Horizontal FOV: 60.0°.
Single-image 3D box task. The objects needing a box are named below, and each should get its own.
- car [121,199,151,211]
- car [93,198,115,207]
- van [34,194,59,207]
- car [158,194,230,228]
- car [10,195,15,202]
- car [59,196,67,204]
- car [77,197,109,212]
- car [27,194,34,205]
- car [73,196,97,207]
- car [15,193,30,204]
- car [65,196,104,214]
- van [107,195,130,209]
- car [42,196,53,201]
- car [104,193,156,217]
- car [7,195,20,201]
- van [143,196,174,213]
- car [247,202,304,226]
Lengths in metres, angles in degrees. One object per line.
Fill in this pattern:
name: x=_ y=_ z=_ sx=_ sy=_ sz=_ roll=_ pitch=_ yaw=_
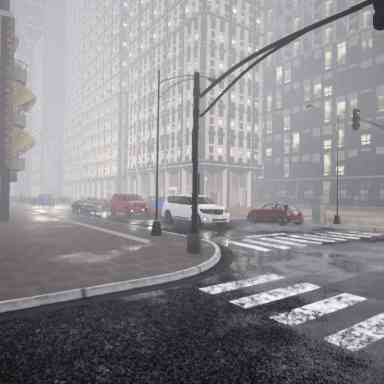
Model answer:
car: x=-7.147 y=1.584 z=42.405 sx=2.008 sy=1.369 sz=4.403 roll=1 pitch=-1 yaw=-35
car: x=-13.656 y=1.586 z=51.638 sx=1.947 sy=1.339 sz=4.313 roll=1 pitch=-1 yaw=-35
van: x=-20.501 y=1.197 z=46.814 sx=1.690 sy=1.788 sz=3.998 roll=1 pitch=-1 yaw=-35
car: x=0.085 y=1.170 z=22.104 sx=2.150 sy=2.045 sz=5.566 roll=1 pitch=-1 yaw=-35
car: x=-36.775 y=1.396 z=69.897 sx=1.947 sy=1.339 sz=4.313 roll=1 pitch=-1 yaw=-35
car: x=-23.996 y=1.433 z=61.815 sx=1.882 sy=1.535 sz=5.008 roll=1 pitch=-1 yaw=-35
car: x=-11.529 y=1.412 z=38.597 sx=2.128 sy=1.511 sz=4.902 roll=1 pitch=-1 yaw=-35
car: x=-23.759 y=1.432 z=51.428 sx=1.802 sy=1.307 sz=4.206 roll=1 pitch=-1 yaw=-35
car: x=-16.417 y=1.458 z=51.060 sx=2.128 sy=1.511 sz=4.902 roll=1 pitch=-1 yaw=-35
car: x=-30.263 y=1.155 z=60.665 sx=2.192 sy=1.841 sz=5.009 roll=1 pitch=-1 yaw=-35
car: x=-10.742 y=1.427 z=32.961 sx=2.008 sy=1.369 sz=4.403 roll=1 pitch=-1 yaw=-35
van: x=-10.397 y=1.368 z=47.024 sx=1.690 sy=1.788 sz=3.998 roll=1 pitch=-1 yaw=-35
car: x=-36.436 y=1.570 z=83.957 sx=1.802 sy=1.307 sz=4.206 roll=1 pitch=-1 yaw=-35
car: x=-5.687 y=1.155 z=30.297 sx=2.150 sy=2.045 sz=5.566 roll=1 pitch=-1 yaw=-35
car: x=-40.029 y=1.377 z=74.514 sx=2.008 sy=1.369 sz=4.403 roll=1 pitch=-1 yaw=-35
van: x=-3.889 y=1.382 z=37.790 sx=1.690 sy=1.788 sz=3.998 roll=1 pitch=-1 yaw=-35
car: x=5.872 y=1.505 z=23.938 sx=1.967 sy=1.590 sz=4.097 roll=1 pitch=-1 yaw=-35
